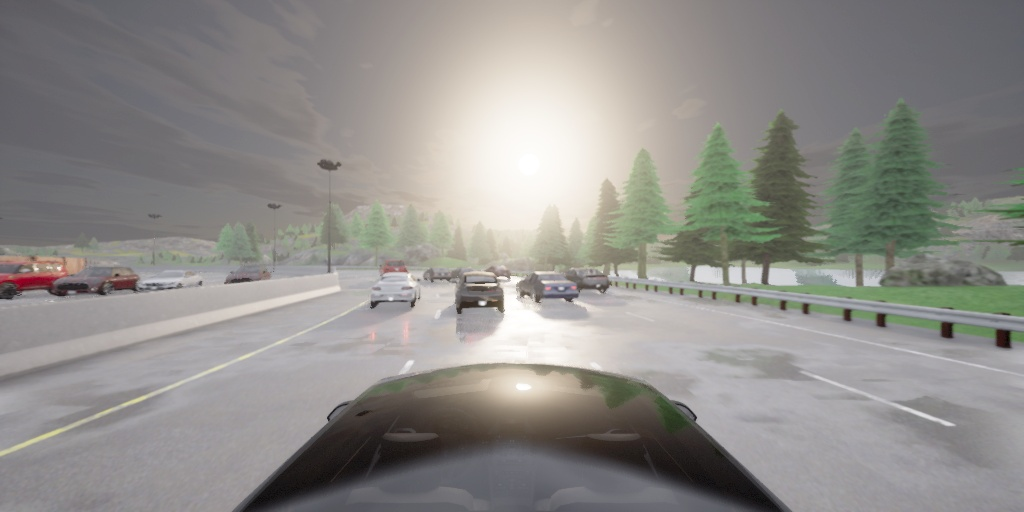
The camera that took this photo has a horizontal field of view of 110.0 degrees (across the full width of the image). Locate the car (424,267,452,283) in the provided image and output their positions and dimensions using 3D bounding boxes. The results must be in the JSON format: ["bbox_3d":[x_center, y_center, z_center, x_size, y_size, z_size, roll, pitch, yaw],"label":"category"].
[{"bbox_3d":[-7.112,1.725,33.899,2.033,1.411,5.357,0,-1,-24],"label":"car"}]

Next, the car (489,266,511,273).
[{"bbox_3d":[-1.644,1.739,38.453,1.812,1.442,4.674,0,-1,-25],"label":"car"}]

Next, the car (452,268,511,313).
[{"bbox_3d":[-1.449,1.429,15.102,1.837,1.490,4.892,0,0,-10],"label":"car"}]

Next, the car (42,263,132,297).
[{"bbox_3d":[-25.117,1.451,21.914,2.097,1.767,4.553,0,-1,-21],"label":"car"}]

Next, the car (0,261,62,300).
[{"bbox_3d":[-28.091,1.310,20.125,2.150,2.045,5.566,0,-1,-20],"label":"car"}]

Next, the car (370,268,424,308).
[{"bbox_3d":[-5.259,1.480,16.512,1.812,1.442,4.674,0,-1,-11],"label":"car"}]

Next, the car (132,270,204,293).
[{"bbox_3d":[-21.871,1.629,23.280,1.812,1.442,4.674,0,-1,-21],"label":"car"}]

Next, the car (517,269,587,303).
[{"bbox_3d":[1.629,1.494,18.031,2.033,1.411,5.357,0,-1,-12],"label":"car"}]

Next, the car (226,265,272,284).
[{"bbox_3d":[-19.583,1.491,26.873,2.097,1.767,4.553,0,-1,-24],"label":"car"}]

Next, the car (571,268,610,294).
[{"bbox_3d":[4.181,1.478,22.095,2.128,1.511,4.902,0,-1,-13],"label":"car"}]

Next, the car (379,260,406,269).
[{"bbox_3d":[-11.925,1.442,35.860,2.150,2.045,5.566,0,-1,-26],"label":"car"}]
